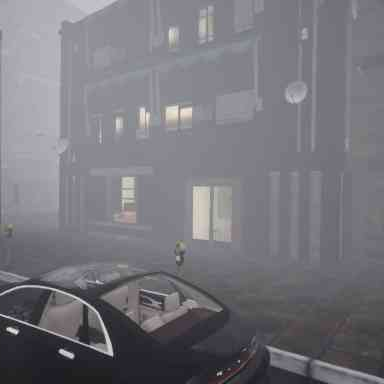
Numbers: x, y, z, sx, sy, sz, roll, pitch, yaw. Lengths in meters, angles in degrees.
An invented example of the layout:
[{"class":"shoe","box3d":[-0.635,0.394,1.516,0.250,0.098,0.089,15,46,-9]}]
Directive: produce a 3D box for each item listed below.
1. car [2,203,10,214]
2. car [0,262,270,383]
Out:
[{"class":"car","box3d":[-21.544,1.623,34.882,2.008,1.369,4.403,1,0,36]},{"class":"car","box3d":[-1.300,1.550,3.939,4.403,1.369,2.008,0,1,35]}]
